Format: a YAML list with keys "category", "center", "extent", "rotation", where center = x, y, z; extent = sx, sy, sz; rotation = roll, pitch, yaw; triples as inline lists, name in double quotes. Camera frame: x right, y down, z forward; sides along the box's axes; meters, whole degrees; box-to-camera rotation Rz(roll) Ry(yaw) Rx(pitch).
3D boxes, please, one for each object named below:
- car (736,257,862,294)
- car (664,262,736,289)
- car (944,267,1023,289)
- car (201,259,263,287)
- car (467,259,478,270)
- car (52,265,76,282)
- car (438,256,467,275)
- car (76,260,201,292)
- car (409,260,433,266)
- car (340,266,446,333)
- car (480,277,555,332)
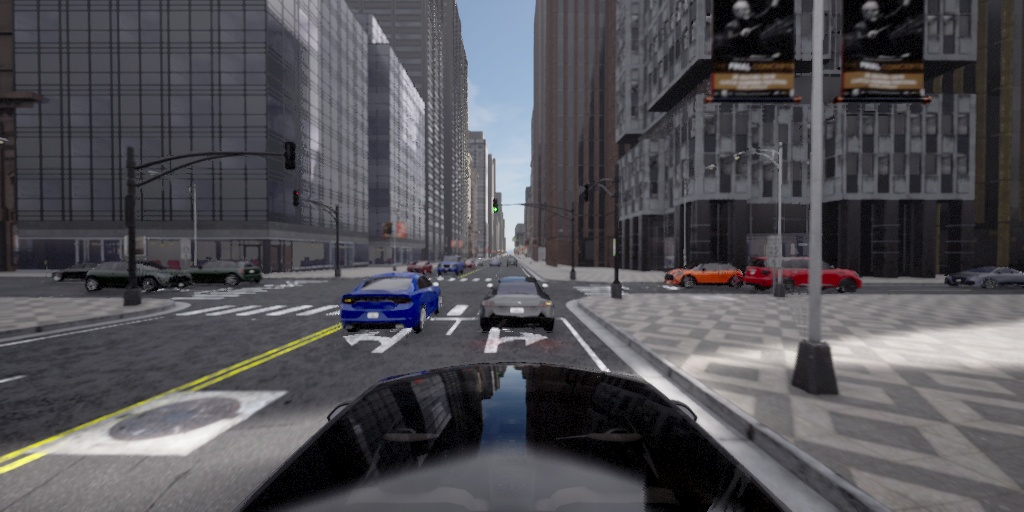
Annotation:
- category: "car"
  center: [16.422, 1.073, 20.442]
  extent: [5.566, 2.045, 2.150]
  rotation: [0, 1, 1]
- category: "car"
  center: [12.480, 1.150, 23.505]
  extent: [4.553, 1.767, 2.097]
  rotation: [0, 1, 0]
- category: "car"
  center: [31.386, 1.422, 23.607]
  extent: [4.181, 1.385, 1.994]
  rotation: [0, 1, 0]
- category: "car"
  center: [-19.061, 1.012, 23.415]
  extent: [4.553, 1.767, 2.097]
  rotation: [0, 1, 2]
- category: "car"
  center: [-6.565, 1.238, 52.637]
  extent: [1.882, 1.535, 5.008]
  rotation: [0, 0, 0]
- category: "car"
  center: [-30.539, 1.135, 26.062]
  extent: [4.313, 1.339, 1.948]
  rotation: [0, 0, 0]
- category: "car"
  center: [-6.590, 0.974, 38.885]
  extent: [2.150, 2.045, 5.566]
  rotation: [0, 0, 0]
- category: "car"
  center: [-20.981, 1.045, 20.297]
  extent: [4.553, 1.767, 2.097]
  rotation: [0, 1, -1]
- category: "car"
  center: [-9.838, 1.233, 38.540]
  extent: [1.882, 1.535, 5.008]
  rotation: [0, 0, 0]
- category: "car"
  center: [-3.350, 1.226, 10.791]
  extent: [1.882, 1.535, 5.008]
  rotation: [0, 0, -3]
- category: "car"
  center: [0.167, 1.312, 10.860]
  extent: [1.994, 1.385, 4.181]
  rotation: [0, 0, 1]
